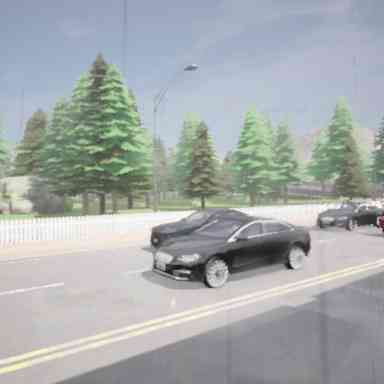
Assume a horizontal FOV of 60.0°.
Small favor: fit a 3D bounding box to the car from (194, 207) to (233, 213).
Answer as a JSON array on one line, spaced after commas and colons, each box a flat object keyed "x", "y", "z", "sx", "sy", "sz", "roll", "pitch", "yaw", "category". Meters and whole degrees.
[{"x": 0.762, "y": 1.404, "z": 13.095, "sx": 5.008, "sy": 1.535, "sz": 1.882, "roll": -1, "pitch": 0, "yaw": -35, "category": "car"}]

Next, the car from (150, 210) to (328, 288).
[{"x": 1.272, "y": 1.435, "z": 9.170, "sx": 4.902, "sy": 1.511, "sz": 2.128, "roll": -1, "pitch": 0, "yaw": -35, "category": "car"}]

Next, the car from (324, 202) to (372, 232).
[{"x": 9.102, "y": 1.327, "z": 18.964, "sx": 4.902, "sy": 1.511, "sz": 2.128, "roll": -1, "pitch": 0, "yaw": -35, "category": "car"}]

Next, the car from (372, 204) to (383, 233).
[{"x": 11.491, "y": 1.042, "z": 16.364, "sx": 5.566, "sy": 2.045, "sz": 2.150, "roll": 0, "pitch": 0, "yaw": -35, "category": "car"}]
